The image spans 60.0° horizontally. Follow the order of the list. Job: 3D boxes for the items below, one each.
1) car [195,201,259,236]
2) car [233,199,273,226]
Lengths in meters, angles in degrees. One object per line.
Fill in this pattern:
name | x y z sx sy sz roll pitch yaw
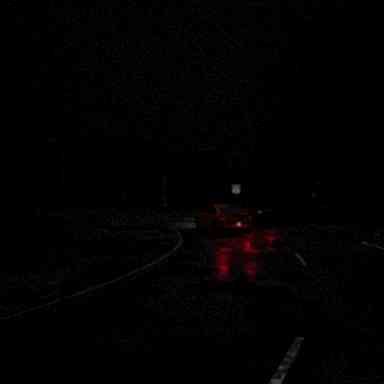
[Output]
car | 1.624 1.426 18.427 1.882 1.535 5.008 0 0 -15
car | 3.435 1.281 22.408 2.097 1.767 4.553 0 0 -20
